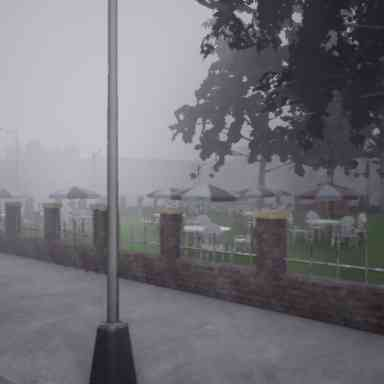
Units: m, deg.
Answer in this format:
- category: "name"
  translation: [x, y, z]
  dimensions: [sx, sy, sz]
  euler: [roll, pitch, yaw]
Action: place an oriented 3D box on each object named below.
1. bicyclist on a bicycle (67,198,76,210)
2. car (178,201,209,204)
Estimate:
- category: "bicyclist on a bicycle"
  translation: [-10.620, 1.357, 29.512]
  dimensions: [1.656, 1.620, 0.582]
  euler: [0, 0, 35]
- category: "car"
  translation: [0.460, 1.248, 54.969]
  dimensions: [5.566, 2.045, 2.150]
  euler: [0, 0, -11]
